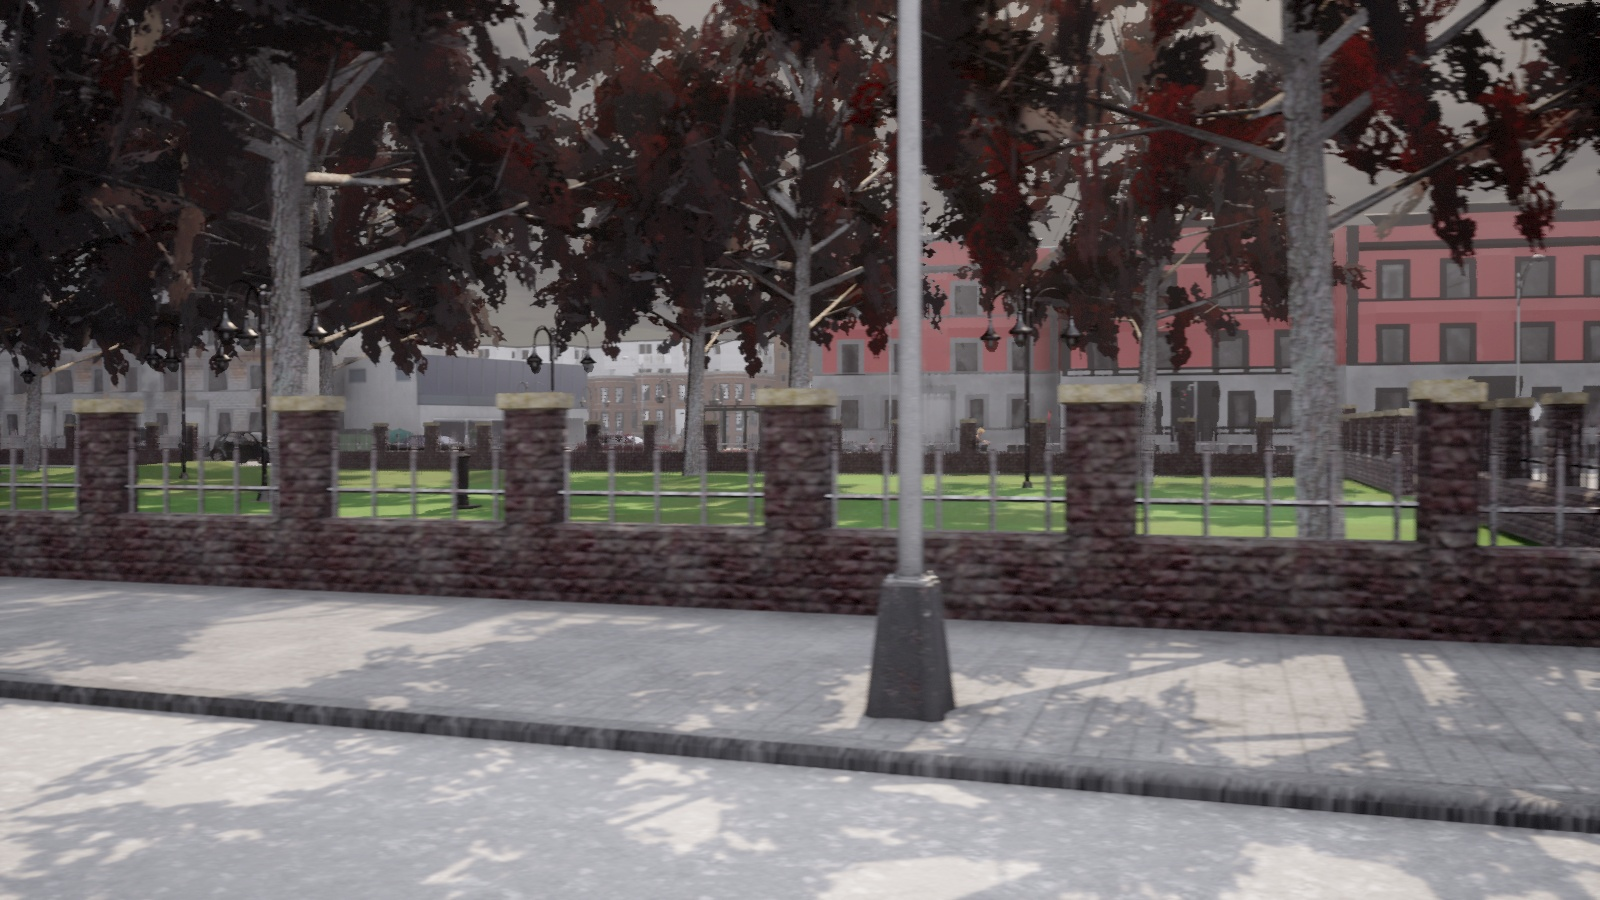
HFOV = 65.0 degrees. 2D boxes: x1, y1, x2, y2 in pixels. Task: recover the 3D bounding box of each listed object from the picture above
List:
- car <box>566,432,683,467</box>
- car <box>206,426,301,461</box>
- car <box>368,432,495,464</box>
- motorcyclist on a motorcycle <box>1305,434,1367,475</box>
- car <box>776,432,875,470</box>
[{"bbox_3d":[-7.544,-0.041,54.048,4.674,1.442,1.812,1,1,19],"label":"car"},{"bbox_3d":[-26.234,-0.339,60.330,3.988,1.617,1.851,1,1,19],"label":"car"},{"bbox_3d":[-16.771,-0.104,57.148,5.357,1.411,2.033,1,1,18],"label":"car"},{"bbox_3d":[20.797,0.160,48.720,2.191,1.530,0.866,1,2,25],"label":"motorcyclist on a motorcycle"},{"bbox_3d":[1.054,0.025,51.156,3.633,1.501,1.845,1,1,19],"label":"car"}]
